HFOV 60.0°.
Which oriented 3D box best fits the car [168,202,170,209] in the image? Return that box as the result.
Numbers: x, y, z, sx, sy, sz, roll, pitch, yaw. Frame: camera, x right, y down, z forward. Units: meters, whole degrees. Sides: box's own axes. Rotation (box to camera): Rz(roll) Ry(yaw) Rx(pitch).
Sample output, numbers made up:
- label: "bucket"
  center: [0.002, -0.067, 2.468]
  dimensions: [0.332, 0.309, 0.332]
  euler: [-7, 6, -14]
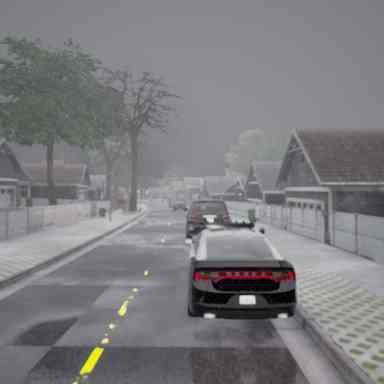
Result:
- label: "car"
  center: [-3.387, 2.314, 61.308]
  dimensions: [2.033, 1.411, 5.357]
  euler: [0, -1, -8]

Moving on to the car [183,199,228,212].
- label: "car"
  center: [0.752, 1.382, 17.706]
  dimensions: [2.150, 2.045, 5.566]
  euler: [0, -1, -1]

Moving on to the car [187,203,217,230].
- label: "car"
  center: [0.564, 1.673, 23.893]
  dimensions: [1.801, 1.575, 5.366]
  euler: [0, -1, -2]

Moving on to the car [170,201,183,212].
- label: "car"
  center: [-1.727, 2.010, 46.261]
  dimensions: [1.837, 1.490, 4.892]
  euler: [0, -1, -5]

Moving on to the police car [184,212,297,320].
- label: "police car"
  center: [0.861, 1.488, 7.731]
  dimensions: [1.930, 1.638, 5.238]
  euler: [0, -1, 0]
